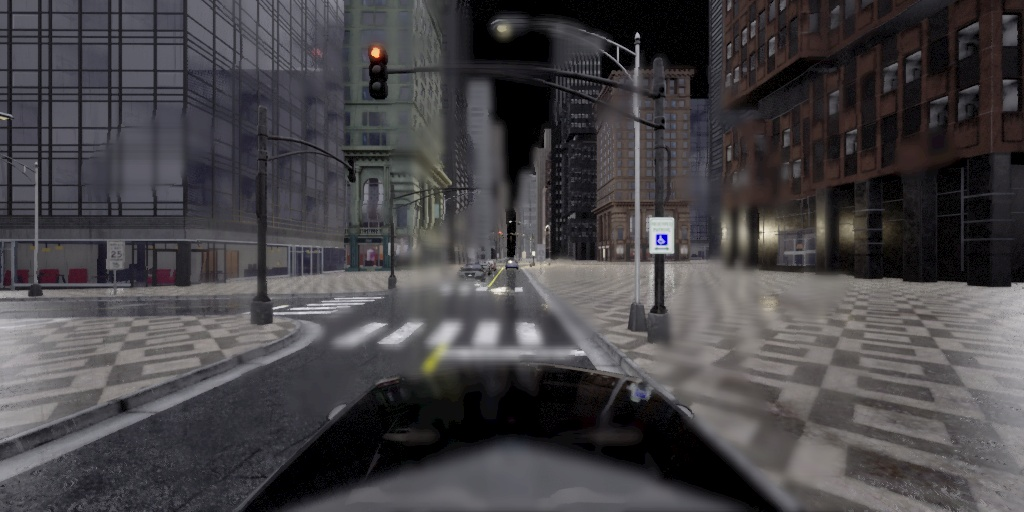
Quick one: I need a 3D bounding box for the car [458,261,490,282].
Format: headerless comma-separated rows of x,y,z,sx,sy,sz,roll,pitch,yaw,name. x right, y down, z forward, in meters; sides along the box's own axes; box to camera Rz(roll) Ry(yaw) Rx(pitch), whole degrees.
-3.109,1.314,28.945,1.994,1.385,4.181,0,0,0,car

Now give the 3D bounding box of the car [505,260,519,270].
-0.010,1.325,53.357,1.994,1.385,4.181,0,0,0,car

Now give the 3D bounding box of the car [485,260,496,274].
-3.102,1.244,37.916,2.128,1.511,4.902,0,0,0,car
